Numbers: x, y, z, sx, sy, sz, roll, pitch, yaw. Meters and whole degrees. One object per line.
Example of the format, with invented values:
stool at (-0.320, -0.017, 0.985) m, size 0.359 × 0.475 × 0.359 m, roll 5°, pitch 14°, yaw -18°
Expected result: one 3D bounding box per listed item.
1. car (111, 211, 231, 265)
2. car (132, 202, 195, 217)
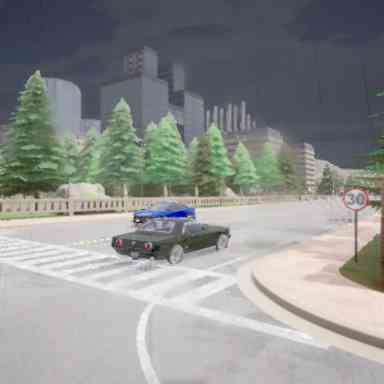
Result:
car at (-0.439, 1.568, 11.680) m, size 1.895 × 1.301 × 4.718 m, roll 0°, pitch 0°, yaw 34°
car at (-1.745, 1.412, 21.695) m, size 1.882 × 1.535 × 5.008 m, roll 0°, pitch 0°, yaw 35°
